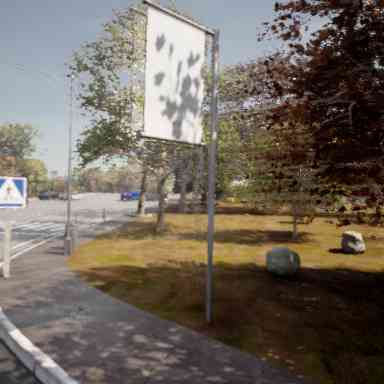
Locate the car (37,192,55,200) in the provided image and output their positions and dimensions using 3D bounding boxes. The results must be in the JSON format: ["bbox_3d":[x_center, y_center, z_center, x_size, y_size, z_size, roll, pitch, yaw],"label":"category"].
[{"bbox_3d":[-23.019,0.632,53.885,1.895,1.301,4.718,2,2,6],"label":"car"}]

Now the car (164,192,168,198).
[{"bbox_3d":[-6.191,0.562,67.145,1.994,1.385,4.181,2,2,5],"label":"car"}]

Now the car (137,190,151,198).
[{"bbox_3d":[-9.674,0.457,67.465,1.994,1.385,4.181,2,2,5],"label":"car"}]

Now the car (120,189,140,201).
[{"bbox_3d":[-10.605,0.454,56.858,2.150,2.045,5.566,2,2,6],"label":"car"}]

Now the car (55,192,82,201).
[{"bbox_3d":[-19.565,0.732,53.388,1.895,1.301,4.718,2,2,6],"label":"car"}]

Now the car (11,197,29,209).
[{"bbox_3d":[-20.953,1.088,38.646,1.837,1.490,4.892,2,2,5],"label":"car"}]

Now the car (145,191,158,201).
[{"bbox_3d":[-7.006,0.855,57.735,1.994,1.385,4.181,2,2,6],"label":"car"}]
